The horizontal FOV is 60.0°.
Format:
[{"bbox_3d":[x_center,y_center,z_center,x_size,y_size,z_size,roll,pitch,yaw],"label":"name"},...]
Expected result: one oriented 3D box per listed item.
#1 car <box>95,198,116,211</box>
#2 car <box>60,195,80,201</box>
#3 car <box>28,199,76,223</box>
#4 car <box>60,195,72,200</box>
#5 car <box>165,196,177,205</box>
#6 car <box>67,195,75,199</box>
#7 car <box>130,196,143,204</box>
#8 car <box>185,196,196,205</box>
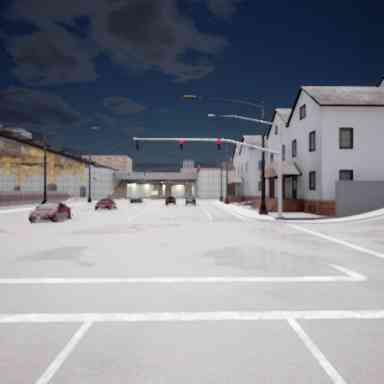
[{"bbox_3d":[-10.750,1.534,41.609,1.812,1.442,4.674,0,0,0],"label":"car"},{"bbox_3d":[-32.812,1.472,89.800,2.038,1.542,4.974,0,0,28],"label":"car"},{"bbox_3d":[-10.696,1.531,25.501,1.812,1.442,4.674,0,0,0],"label":"car"},{"bbox_3d":[-32.033,1.313,84.478,1.853,1.218,4.536,0,0,-37],"label":"car"},{"bbox_3d":[-3.724,1.518,58.823,1.837,1.490,4.892,0,0,0],"label":"car"},{"bbox_3d":[-32.002,1.471,84.437,2.038,1.542,4.974,0,0,-37],"label":"car"},{"bbox_3d":[-10.765,1.562,64.481,2.033,1.411,5.357,0,0,0],"label":"car"},{"bbox_3d":[-0.225,1.502,58.836,2.128,1.511,4.902,0,0,0],"label":"car"}]
